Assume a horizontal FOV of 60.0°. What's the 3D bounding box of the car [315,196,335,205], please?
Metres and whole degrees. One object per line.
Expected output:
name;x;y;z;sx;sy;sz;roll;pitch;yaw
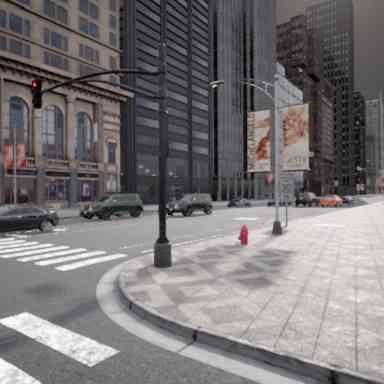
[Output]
car;22.851;1.392;56.930;2.033;1.411;5.357;0;0;35

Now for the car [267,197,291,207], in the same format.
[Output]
car;12.730;1.431;48.509;2.033;1.411;5.357;0;0;36

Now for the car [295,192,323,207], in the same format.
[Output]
car;16.759;1.078;48.374;2.150;2.045;5.566;0;0;36

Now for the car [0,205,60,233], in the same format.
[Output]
car;-9.454;1.476;17.469;1.837;1.490;4.892;0;0;35

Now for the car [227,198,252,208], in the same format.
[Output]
car;6.502;1.480;45.451;1.994;1.385;4.181;0;0;36

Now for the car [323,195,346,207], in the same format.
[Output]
car;19.897;1.184;47.174;2.097;1.767;4.553;0;0;36

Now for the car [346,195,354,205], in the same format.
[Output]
car;25.281;1.327;54.739;1.837;1.490;4.892;0;0;35

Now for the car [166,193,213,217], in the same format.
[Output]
car;-0.193;1.153;30.483;2.150;2.045;5.566;0;0;36

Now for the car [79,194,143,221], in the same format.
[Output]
car;-6.446;1.189;27.307;2.150;2.045;5.566;0;0;35
